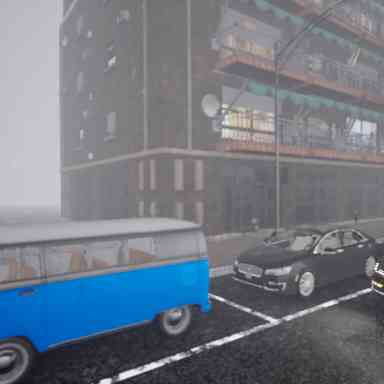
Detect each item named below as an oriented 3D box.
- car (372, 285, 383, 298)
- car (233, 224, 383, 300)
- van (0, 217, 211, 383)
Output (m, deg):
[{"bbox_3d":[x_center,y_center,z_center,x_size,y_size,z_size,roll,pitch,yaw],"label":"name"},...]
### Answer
[{"bbox_3d":[5.757,1.453,7.101,4.892,1.490,1.837,0,0,-35],"label":"car"},{"bbox_3d":[2.958,1.507,8.212,4.403,1.369,2.008,0,0,-36],"label":"car"},{"bbox_3d":[-1.597,1.332,4.962,3.998,1.788,1.690,0,0,-36],"label":"van"}]
